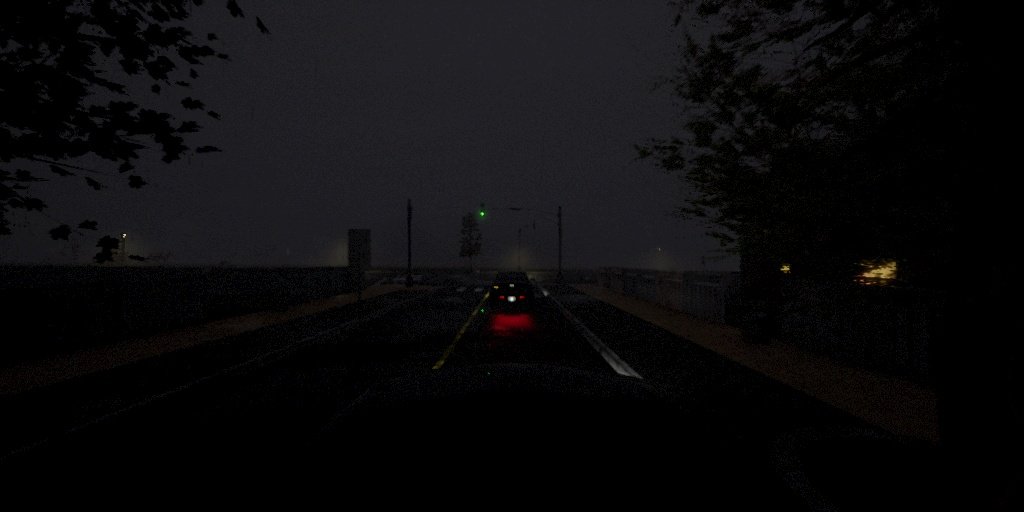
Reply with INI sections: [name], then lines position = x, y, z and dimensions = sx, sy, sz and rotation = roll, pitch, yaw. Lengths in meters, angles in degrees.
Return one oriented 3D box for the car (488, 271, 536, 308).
[car]
position = 0.003, 1.396, 16.133
dimensions = 1.837, 1.490, 4.892
rotation = 0, 0, 0
